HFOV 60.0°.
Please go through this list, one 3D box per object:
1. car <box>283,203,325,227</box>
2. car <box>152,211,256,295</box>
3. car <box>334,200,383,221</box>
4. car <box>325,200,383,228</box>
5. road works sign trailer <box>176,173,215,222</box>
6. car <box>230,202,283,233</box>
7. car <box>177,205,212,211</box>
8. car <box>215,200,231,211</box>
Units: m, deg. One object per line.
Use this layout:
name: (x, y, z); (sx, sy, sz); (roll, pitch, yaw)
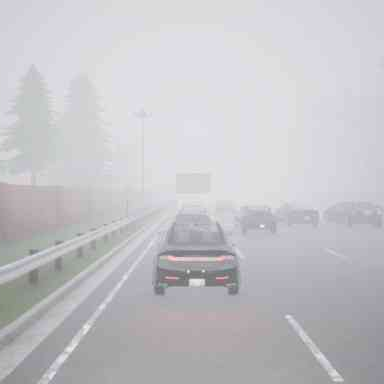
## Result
car: (7.084, 1.467, 22.965); (1.882, 1.535, 5.008); (0, 0, 0)
car: (0.094, 1.487, 8.691); (2.128, 1.511, 4.902); (0, 0, 0)
car: (14.081, 1.479, 28.012); (2.128, 1.511, 4.902); (0, 0, 0)
car: (10.583, 1.341, 22.269); (2.097, 1.767, 4.553); (0, 0, 0)
road works sign trailer: (0.058, 0.454, 23.026); (2.380, 3.560, 2.880); (0, 0, -2)
car: (3.587, 1.494, 19.373); (1.837, 1.490, 4.892); (0, -1, 0)
car: (0.130, 1.465, 19.107); (1.882, 1.535, 5.008); (0, 0, 3)
car: (3.575, 1.530, 36.653); (2.033, 1.411, 5.357); (0, 0, 0)
